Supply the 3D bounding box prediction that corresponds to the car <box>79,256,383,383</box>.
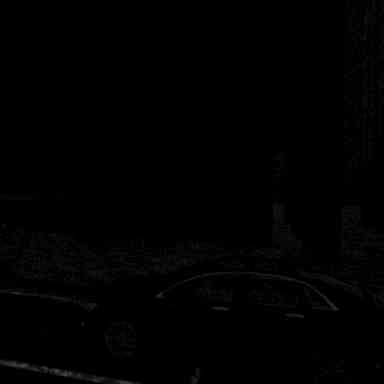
[{"bbox_3d":[0.557,1.634,4.841,4.403,1.369,2.008,2,-1,13],"label":"car"}]
